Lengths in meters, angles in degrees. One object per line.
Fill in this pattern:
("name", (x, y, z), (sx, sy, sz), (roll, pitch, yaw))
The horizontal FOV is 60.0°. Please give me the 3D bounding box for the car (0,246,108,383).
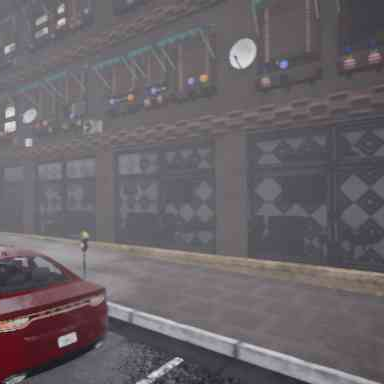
("car", (-3.207, 1.504, 5.036), (4.507, 1.381, 1.887), (0, -1, 36))
